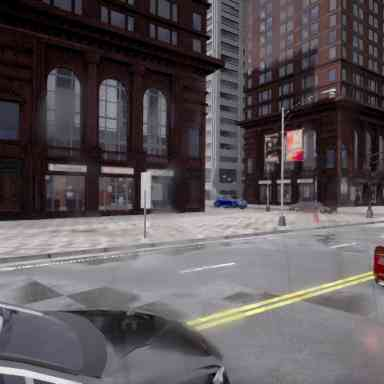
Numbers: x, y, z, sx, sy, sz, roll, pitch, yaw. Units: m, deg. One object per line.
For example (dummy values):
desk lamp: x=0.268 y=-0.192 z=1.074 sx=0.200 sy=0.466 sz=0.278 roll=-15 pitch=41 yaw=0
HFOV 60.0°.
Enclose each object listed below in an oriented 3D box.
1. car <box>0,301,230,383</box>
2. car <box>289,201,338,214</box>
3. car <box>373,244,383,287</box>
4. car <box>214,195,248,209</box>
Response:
car: x=-1.888 y=1.492 z=2.097 sx=4.902 sy=1.511 sz=2.128 roll=0 pitch=0 yaw=-35
car: x=13.421 y=1.726 z=37.136 sx=2.033 sy=1.411 sz=5.357 roll=1 pitch=-1 yaw=-35
car: x=6.285 y=1.489 z=7.913 sx=5.008 sy=1.535 sz=1.882 roll=0 pitch=0 yaw=-35
car: x=5.538 y=1.463 z=48.237 sx=2.150 sy=2.045 sz=5.566 roll=1 pitch=-1 yaw=-35
